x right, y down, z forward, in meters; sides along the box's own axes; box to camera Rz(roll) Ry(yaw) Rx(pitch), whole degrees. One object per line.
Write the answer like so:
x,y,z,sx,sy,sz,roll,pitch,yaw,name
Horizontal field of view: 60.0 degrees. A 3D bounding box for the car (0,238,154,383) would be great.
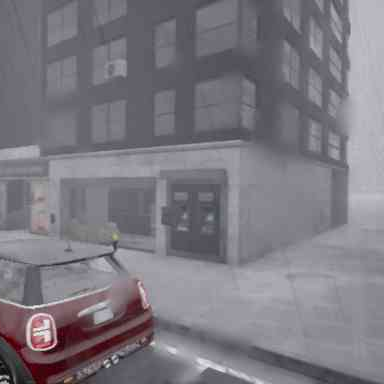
-2.583,1.417,4.911,4.097,1.590,1.967,0,1,36,car
